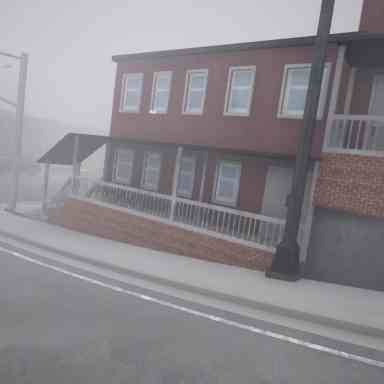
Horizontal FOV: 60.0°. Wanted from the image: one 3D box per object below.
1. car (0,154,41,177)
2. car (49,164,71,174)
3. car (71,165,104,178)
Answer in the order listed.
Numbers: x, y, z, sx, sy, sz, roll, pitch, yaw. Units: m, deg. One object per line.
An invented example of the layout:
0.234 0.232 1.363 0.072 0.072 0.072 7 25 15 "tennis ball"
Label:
-18.026 -2.754 33.391 2.150 2.045 5.566 11 7 36 "car"
-15.858 -3.031 42.392 1.837 1.490 4.892 11 7 35 "car"
-12.087 -2.495 41.708 1.882 1.535 5.008 11 7 35 "car"
